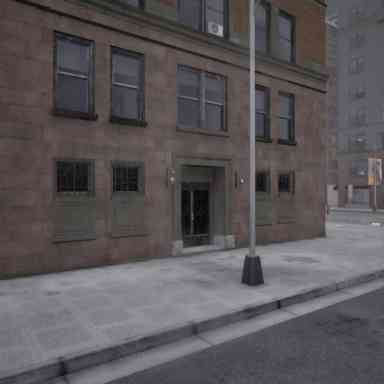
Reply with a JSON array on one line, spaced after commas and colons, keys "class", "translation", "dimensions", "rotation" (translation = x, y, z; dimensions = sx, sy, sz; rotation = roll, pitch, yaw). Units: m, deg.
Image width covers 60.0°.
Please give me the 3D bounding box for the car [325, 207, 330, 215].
[{"class": "car", "translation": [10.750, 1.634, 32.086], "dimensions": [1.895, 1.301, 4.718], "rotation": [0, 0, -35]}]
